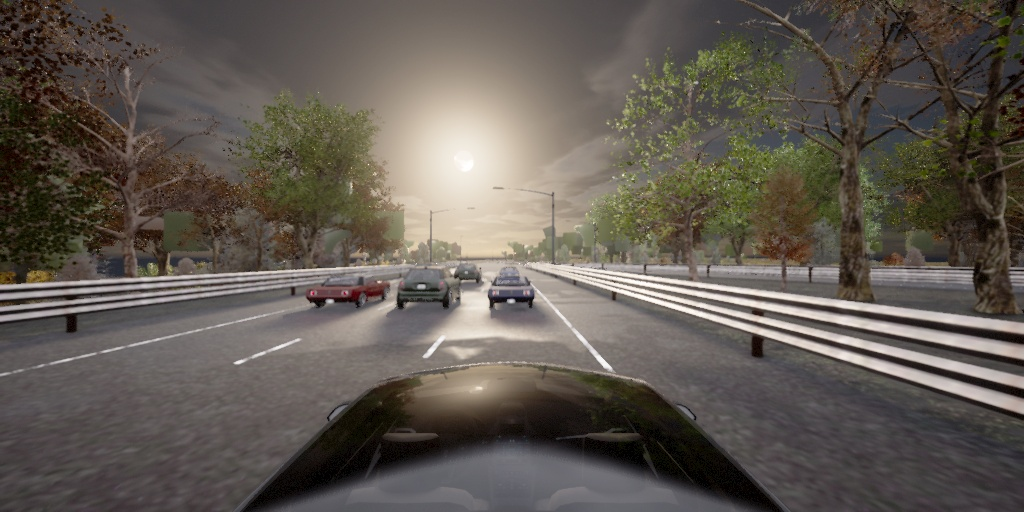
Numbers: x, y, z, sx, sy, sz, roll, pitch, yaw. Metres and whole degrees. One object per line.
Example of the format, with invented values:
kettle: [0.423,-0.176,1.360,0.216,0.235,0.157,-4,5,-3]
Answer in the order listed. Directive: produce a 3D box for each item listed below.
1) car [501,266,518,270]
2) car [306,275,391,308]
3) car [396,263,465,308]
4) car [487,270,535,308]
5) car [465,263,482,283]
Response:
car: [-0.240,1.582,31.106,2.033,1.411,5.357,0,-1,-1]
car: [-7.044,1.488,16.084,1.895,1.301,4.718,0,-1,0]
car: [-3.543,1.236,16.074,2.097,1.767,4.553,0,-1,0]
car: [-0.044,1.487,16.140,1.895,1.301,4.718,0,-1,0]
car: [-3.739,1.386,31.127,2.097,1.767,4.553,0,-1,-1]
